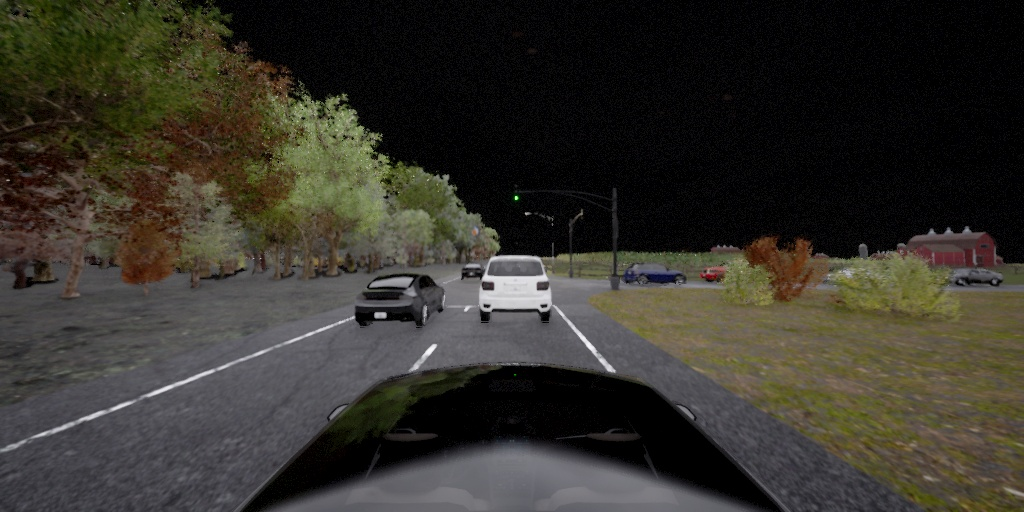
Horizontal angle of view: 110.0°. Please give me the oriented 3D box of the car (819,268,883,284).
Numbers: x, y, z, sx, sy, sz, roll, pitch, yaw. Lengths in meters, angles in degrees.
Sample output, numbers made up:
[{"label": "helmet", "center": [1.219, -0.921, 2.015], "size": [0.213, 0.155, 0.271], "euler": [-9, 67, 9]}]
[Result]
[{"label": "car", "center": [29.521, 1.771, 31.310], "size": [4.674, 1.442, 1.812], "euler": [1, -1, 0]}]

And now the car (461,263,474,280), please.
[{"label": "car", "center": [-3.402, 1.353, 32.580], "size": [1.882, 1.535, 5.008], "euler": [0, 0, 0]}]

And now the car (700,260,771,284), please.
[{"label": "car", "center": [19.555, 1.358, 31.357], "size": [5.566, 2.045, 2.150], "euler": [1, -1, 0]}]

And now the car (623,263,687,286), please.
[{"label": "car", "center": [10.888, 1.307, 27.334], "size": [4.553, 1.767, 2.097], "euler": [1, -1, -12]}]

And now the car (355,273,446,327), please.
[{"label": "car", "center": [-3.400, 1.296, 11.685], "size": [1.837, 1.490, 4.892], "euler": [0, 0, 0]}]

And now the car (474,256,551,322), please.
[{"label": "car", "center": [0.099, 1.017, 12.642], "size": [2.150, 2.045, 5.566], "euler": [0, 0, 0]}]

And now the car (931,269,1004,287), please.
[{"label": "car", "center": [39.568, 1.847, 31.250], "size": [4.902, 1.511, 2.128], "euler": [1, -1, 0]}]
